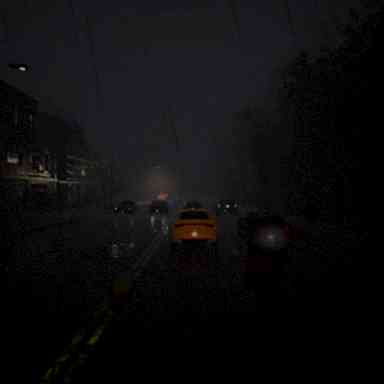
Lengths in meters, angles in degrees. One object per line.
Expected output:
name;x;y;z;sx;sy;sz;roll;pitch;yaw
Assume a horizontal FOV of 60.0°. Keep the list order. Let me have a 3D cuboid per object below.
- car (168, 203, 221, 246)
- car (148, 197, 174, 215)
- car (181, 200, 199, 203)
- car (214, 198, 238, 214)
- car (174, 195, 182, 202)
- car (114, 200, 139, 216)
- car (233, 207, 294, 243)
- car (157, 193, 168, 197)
car;0.103;1.506;15.509;1.882;1.535;5.008;0;0;0
car;-3.338;1.553;34.353;2.128;1.511;4.902;0;0;0
car;0.107;1.626;34.326;1.994;1.385;4.181;0;0;0
car;3.357;1.412;33.427;2.097;1.767;4.553;0;0;0
car;-3.237;1.411;75.047;1.812;1.442;4.674;0;0;0
car;-6.589;1.587;33.963;1.812;1.442;4.674;0;0;0
car;3.353;1.630;16.224;1.895;1.301;4.718;0;0;0
car;-6.487;1.147;74.603;2.150;2.045;5.566;0;0;0
